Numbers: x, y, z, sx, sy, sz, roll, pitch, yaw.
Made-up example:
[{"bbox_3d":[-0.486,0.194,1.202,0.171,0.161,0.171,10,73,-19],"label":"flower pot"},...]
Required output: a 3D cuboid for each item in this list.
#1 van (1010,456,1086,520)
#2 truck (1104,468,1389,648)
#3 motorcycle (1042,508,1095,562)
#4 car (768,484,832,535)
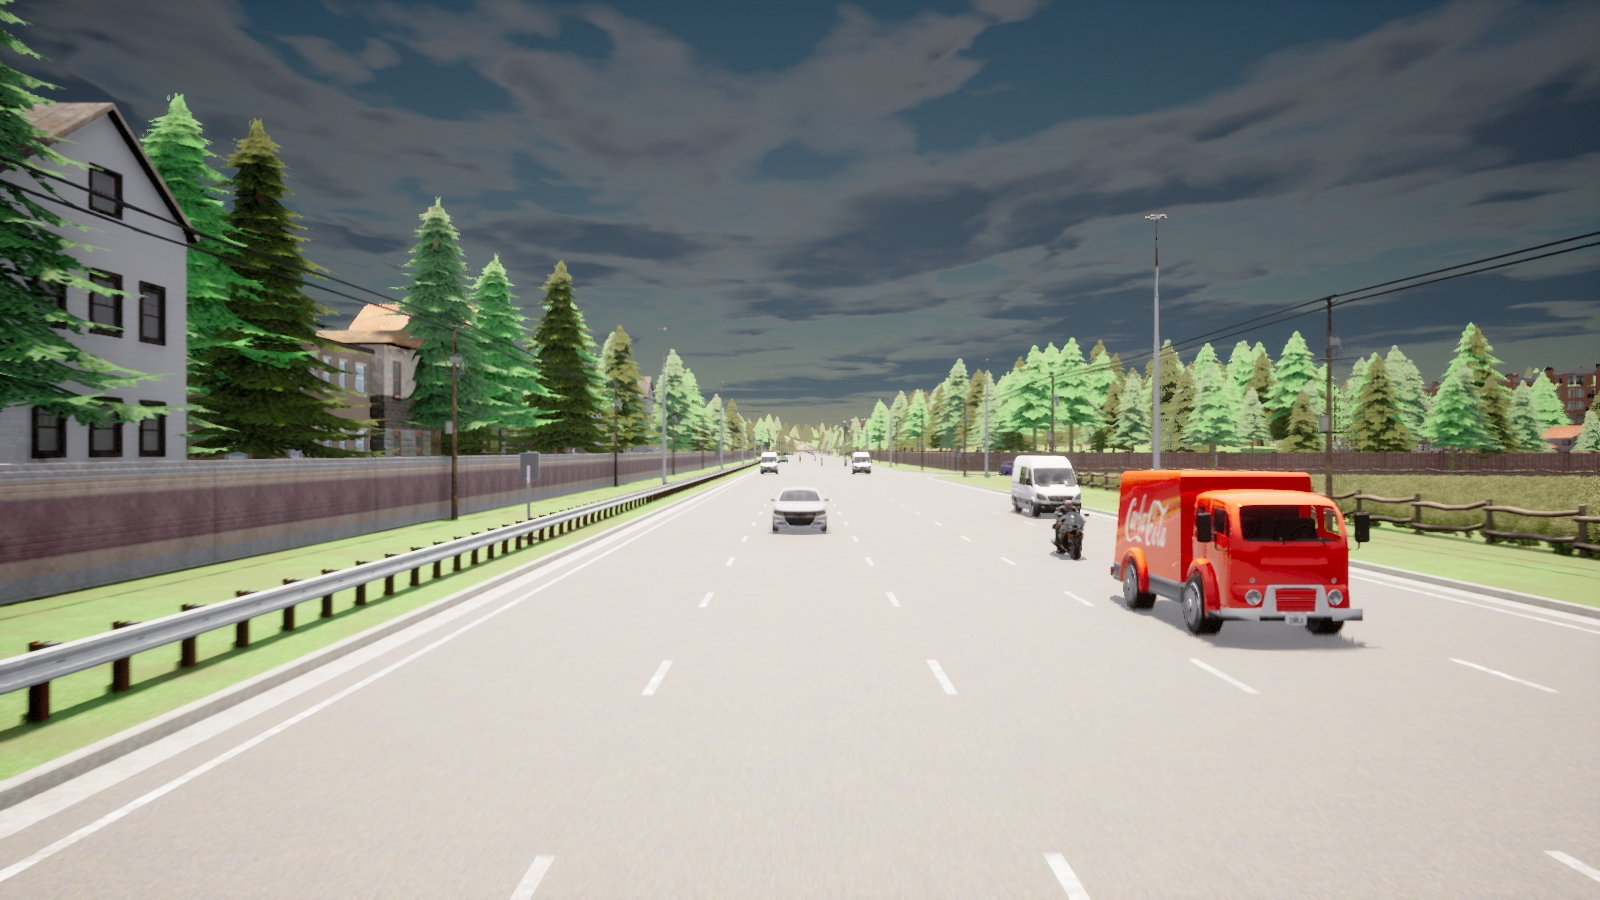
[{"bbox_3d":[10.499,1.534,48.871,1.988,2.561,5.915,0,0,0],"label":"van"},{"bbox_3d":[7.000,1.570,18.730,2.627,2.467,5.204,0,0,0],"label":"truck"},{"bbox_3d":[7.001,2.205,29.877,0.867,1.251,2.209,0,0,0],"label":"motorcycle"},{"bbox_3d":[-0.009,2.034,40.157,2.097,1.535,5.006,0,0,0],"label":"car"}]
